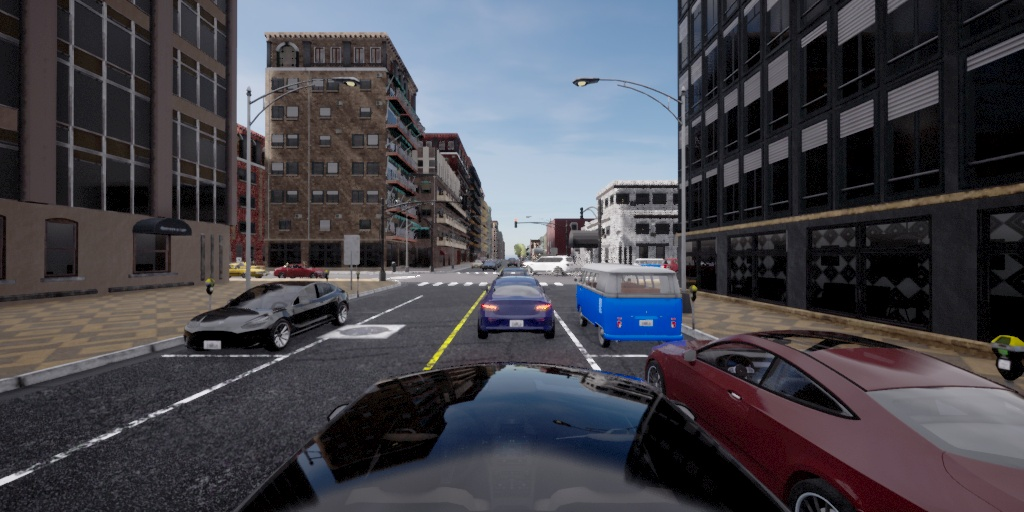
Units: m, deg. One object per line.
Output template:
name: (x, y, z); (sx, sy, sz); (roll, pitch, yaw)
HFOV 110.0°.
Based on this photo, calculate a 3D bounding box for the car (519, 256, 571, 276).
car: (3.749, 1.018, 37.580); (5.566, 2.045, 2.150); (0, 1, 27)

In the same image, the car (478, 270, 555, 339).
car: (0.101, 1.277, 9.959); (1.812, 1.442, 4.674); (0, 0, 0)

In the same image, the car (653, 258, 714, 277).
car: (14.921, 1.107, 29.843); (5.009, 1.841, 2.192); (0, 0, 0)

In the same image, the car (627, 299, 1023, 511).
car: (2.657, 1.332, 3.270); (1.802, 1.307, 4.207); (0, 0, 0)

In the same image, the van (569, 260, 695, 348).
van: (2.657, 1.092, 8.959); (1.690, 1.789, 3.998); (0, 0, 0)

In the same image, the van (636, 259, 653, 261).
van: (14.900, 1.175, 38.223); (3.998, 1.789, 1.690); (0, 0, 0)

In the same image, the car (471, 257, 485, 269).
car: (-5.687, 1.318, 59.114); (1.751, 1.417, 4.829); (0, 0, 0)

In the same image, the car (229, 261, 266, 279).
car: (-22.958, 1.216, 29.755); (4.829, 1.417, 1.751); (0, 0, 0)

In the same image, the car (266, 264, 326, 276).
car: (-17.465, 1.284, 29.768); (4.207, 1.307, 1.802); (0, 0, 0)

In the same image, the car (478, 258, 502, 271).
car: (-3.058, 1.329, 50.592); (2.033, 1.411, 5.357); (0, 0, 3)

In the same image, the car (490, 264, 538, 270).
car: (0.093, 1.318, 18.411); (1.994, 1.385, 4.181); (0, 0, 0)

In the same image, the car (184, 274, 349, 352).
car: (-5.690, 1.317, 8.986); (1.948, 1.339, 4.313); (0, 0, 0)
